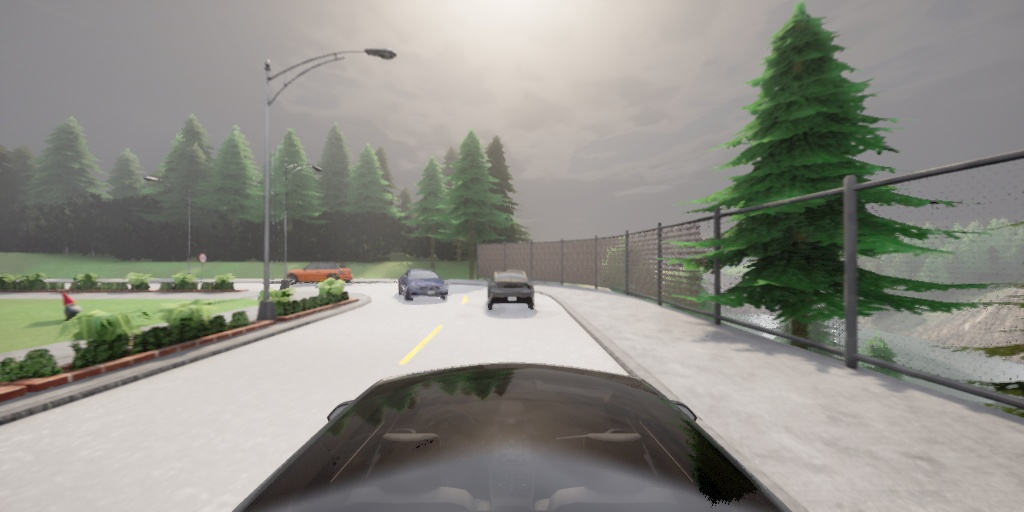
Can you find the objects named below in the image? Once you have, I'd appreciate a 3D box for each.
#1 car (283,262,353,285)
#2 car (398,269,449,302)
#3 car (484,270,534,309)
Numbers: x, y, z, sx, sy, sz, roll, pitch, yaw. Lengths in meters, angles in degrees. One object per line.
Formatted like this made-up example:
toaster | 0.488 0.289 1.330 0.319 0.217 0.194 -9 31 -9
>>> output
car | -14.464 1.240 26.783 4.553 1.767 2.097 0 0 1
car | -4.529 1.367 17.955 1.812 1.442 4.674 2 -1 -25
car | -0.157 1.332 15.464 1.837 1.490 4.892 0 0 -4
